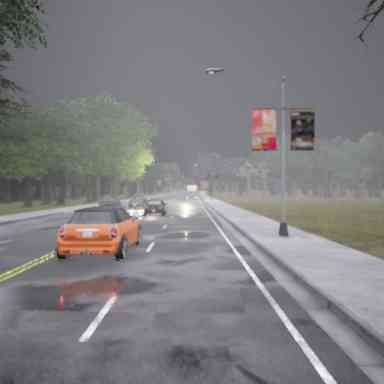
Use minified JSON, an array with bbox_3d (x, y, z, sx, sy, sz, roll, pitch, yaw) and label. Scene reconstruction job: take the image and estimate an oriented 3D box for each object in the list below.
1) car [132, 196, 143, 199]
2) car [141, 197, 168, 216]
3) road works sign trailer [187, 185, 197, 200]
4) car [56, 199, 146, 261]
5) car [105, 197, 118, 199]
[{"bbox_3d":[-6.674,1.303,41.185,2.128,1.511,4.902,0,0,0],"label":"car"},{"bbox_3d":[-3.224,1.384,30.142,1.812,1.442,4.674,0,0,0],"label":"car"},{"bbox_3d":[0.022,0.116,77.790,2.380,3.560,2.880,0,0,0],"label":"road works sign trailer"},{"bbox_3d":[-3.168,1.292,12.208,2.097,1.767,4.553,0,0,0],"label":"car"},{"bbox_3d":[-9.929,1.362,40.618,2.033,1.411,5.357,0,0,0],"label":"car"}]
